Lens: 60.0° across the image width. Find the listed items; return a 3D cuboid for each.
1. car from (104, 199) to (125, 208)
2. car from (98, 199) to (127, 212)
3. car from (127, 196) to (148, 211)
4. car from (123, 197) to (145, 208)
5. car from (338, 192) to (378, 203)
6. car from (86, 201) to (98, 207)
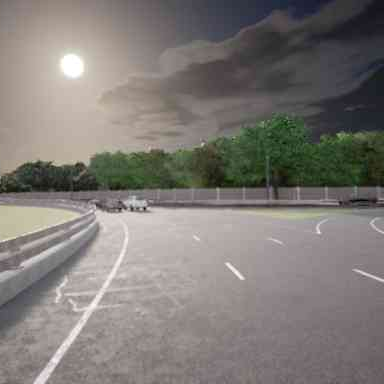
[{"bbox_3d":[-13.151,1.935,56.251,1.837,1.490,4.892,0,0,-35],"label":"car"},{"bbox_3d":[-10.908,1.896,45.221,2.033,1.411,5.357,0,0,-27],"label":"car"},{"bbox_3d":[-8.064,1.564,47.344,2.150,2.045,5.566,0,0,-27],"label":"car"},{"bbox_3d":[-10.190,1.775,58.120,2.097,1.767,4.553,0,0,-35],"label":"car"},{"bbox_3d":[24.040,1.017,48.399,5.566,2.045,2.150,0,0,-3],"label":"car"},{"bbox_3d":[-16.112,2.040,54.382,1.895,1.301,4.718,0,0,-35],"label":"car"}]
